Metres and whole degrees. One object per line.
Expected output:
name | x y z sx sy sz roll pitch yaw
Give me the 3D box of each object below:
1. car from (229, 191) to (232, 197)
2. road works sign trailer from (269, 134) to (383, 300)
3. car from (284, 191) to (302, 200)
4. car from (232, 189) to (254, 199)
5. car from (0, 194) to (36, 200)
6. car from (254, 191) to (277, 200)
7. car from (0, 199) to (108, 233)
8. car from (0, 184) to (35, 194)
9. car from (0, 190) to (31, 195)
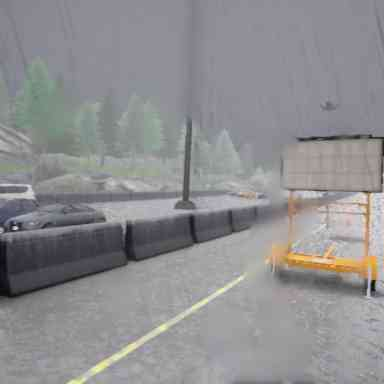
car | 8.279 0.127 59.515 1.882 1.535 5.008 2 2 30
road works sign trailer | 3.509 0.384 8.548 2.380 3.560 2.880 2 1 29
car | 15.672 0.570 51.337 1.812 1.442 4.674 2 2 30
car | 8.725 0.332 53.286 1.882 1.535 5.008 2 2 30
car | -8.638 1.020 15.745 2.033 1.411 5.357 2 1 30
car | 11.595 0.572 51.275 1.895 1.301 4.718 2 2 30
car | -5.564 1.147 14.074 1.994 1.385 4.181 2 1 30
car | -13.124 0.456 21.988 2.150 2.045 5.566 2 1 30
car | -11.602 0.852 17.606 2.128 1.511 4.902 2 1 30
